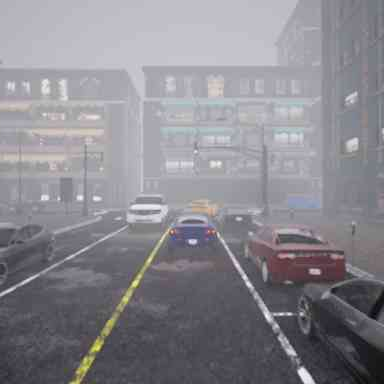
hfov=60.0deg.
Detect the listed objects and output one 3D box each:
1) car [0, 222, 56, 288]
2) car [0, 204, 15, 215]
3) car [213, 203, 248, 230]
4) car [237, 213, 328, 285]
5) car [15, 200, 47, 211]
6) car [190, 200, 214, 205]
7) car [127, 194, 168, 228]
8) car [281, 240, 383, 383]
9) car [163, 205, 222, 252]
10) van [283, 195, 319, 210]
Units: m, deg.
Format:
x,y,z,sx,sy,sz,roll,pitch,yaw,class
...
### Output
x,y,z,sx,sy,sz,roll,pitch,yaw,class
-5.275,1.539,9.161,1.947,1.339,4.313,1,0,0,car
-19.665,1.433,31.700,4.097,1.590,1.967,0,0,0,car
2.569,1.512,20.315,1.947,1.339,4.313,1,0,0,car
2.572,1.518,9.187,1.887,1.381,4.507,1,0,0,car
-19.709,1.612,39.839,4.403,1.369,2.008,0,0,0,car
1.031,1.404,28.844,1.882,1.535,5.008,-1,0,17,car
-2.785,1.165,22.108,2.150,2.045,5.566,0,0,1,car
2.573,1.555,3.622,1.947,1.339,4.313,1,0,0,car
0.050,1.488,13.495,1.812,1.442,4.674,0,0,0,car
13.074,1.193,39.890,3.998,1.788,1.690,0,0,0,van
